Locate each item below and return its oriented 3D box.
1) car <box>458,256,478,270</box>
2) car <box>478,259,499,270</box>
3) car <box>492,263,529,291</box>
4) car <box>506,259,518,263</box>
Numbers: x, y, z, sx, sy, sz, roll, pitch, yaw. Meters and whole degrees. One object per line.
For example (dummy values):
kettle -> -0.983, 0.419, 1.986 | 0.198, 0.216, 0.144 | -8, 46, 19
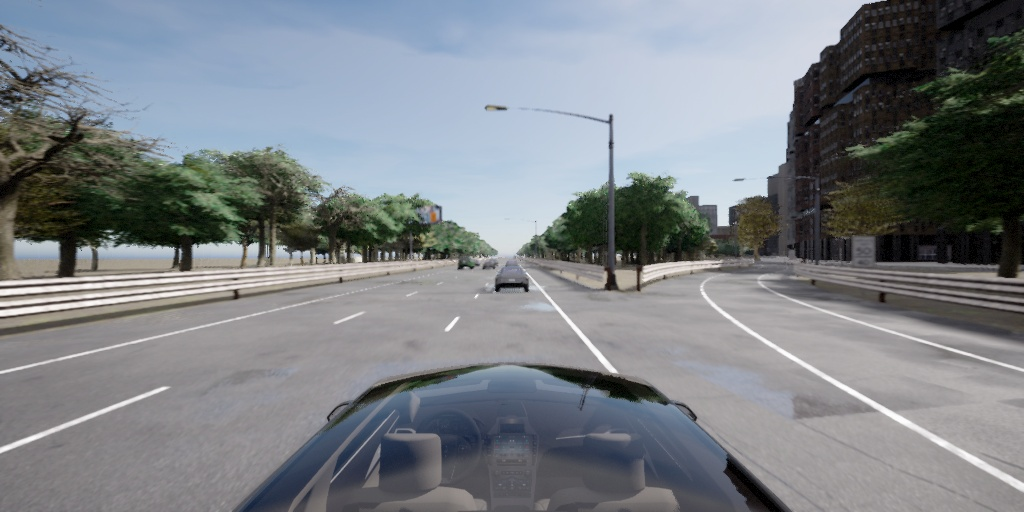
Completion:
car -> -7.011, 1.043, 55.342 | 2.150, 2.045, 5.566 | 0, 0, 0
car -> -3.511, 1.313, 55.311 | 2.128, 1.511, 4.902 | 0, 0, 0
car -> -0.005, 1.316, 22.113 | 1.994, 1.385, 4.181 | 0, 0, 0
car -> -0.011, 1.377, 52.275 | 1.994, 1.385, 4.181 | 0, 0, 0
